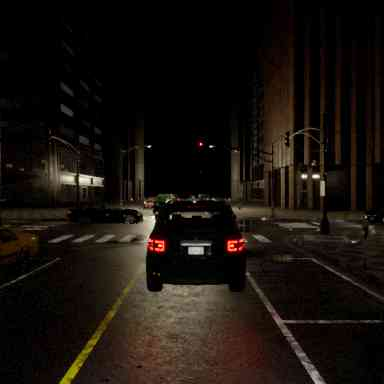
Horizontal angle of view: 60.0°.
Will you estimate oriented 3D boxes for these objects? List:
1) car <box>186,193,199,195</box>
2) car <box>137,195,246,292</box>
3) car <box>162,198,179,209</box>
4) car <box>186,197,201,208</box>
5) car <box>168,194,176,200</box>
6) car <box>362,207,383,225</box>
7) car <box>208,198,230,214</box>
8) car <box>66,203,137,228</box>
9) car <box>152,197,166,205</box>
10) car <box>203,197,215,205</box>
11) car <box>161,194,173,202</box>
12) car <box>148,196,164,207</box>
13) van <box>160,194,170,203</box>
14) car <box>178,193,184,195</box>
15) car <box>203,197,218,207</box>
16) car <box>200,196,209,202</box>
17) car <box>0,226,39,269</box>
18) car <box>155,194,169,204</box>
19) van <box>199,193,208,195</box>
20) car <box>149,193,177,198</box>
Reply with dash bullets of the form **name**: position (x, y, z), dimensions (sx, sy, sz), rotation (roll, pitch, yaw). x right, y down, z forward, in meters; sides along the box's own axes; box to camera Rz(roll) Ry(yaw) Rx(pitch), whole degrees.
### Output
- **car**: position (0.162, 1.536, 71.576), dimensions (2.128, 1.511, 4.902), rotation (0, 0, 0)
- **car**: position (0.098, 1.222, 9.086), dimensions (2.150, 2.045, 5.566), rotation (0, 0, 0)
- **car**: position (-2.935, 1.573, 46.491), dimensions (1.994, 1.385, 4.181), rotation (0, 0, 1)
- **car**: position (0.207, 1.557, 49.315), dimensions (2.033, 1.411, 5.357), rotation (0, 0, 0)
- **car**: position (-5.572, 1.483, 91.671), dimensions (1.967, 1.590, 4.097), rotation (0, 0, 0)
- **car**: position (14.853, 1.568, 23.832), dimensions (4.892, 1.490, 1.837), rotation (0, 0, 0)
- **car**: position (2.838, 1.446, 35.579), dimensions (1.967, 1.590, 4.097), rotation (0, 0, 0)
- **car**: position (-5.755, 1.480, 22.069), dimensions (4.902, 1.511, 2.128), rotation (0, 0, -20)
- **car**: position (-5.641, 1.565, 58.014), dimensions (2.008, 1.369, 4.403), rotation (0, 0, 0)
- **car**: position (2.884, 1.580, 58.014), dimensions (1.947, 1.339, 4.313), rotation (0, 0, 0)
- **car**: position (-5.606, 1.341, 74.843), dimensions (2.192, 1.841, 5.009), rotation (0, 0, 0)
- **car**: position (-5.653, 1.452, 52.405), dimensions (1.967, 1.590, 4.097), rotation (0, 0, 0)
- **van**: position (-5.618, 1.363, 69.232), dimensions (1.690, 1.788, 3.998), rotation (0, 0, 0)
- **car**: position (-2.913, 1.366, 56.369), dimensions (2.097, 1.767, 4.553), rotation (0, 0, 1)
- **car**: position (2.872, 1.562, 52.405), dimensions (2.008, 1.369, 4.403), rotation (0, 0, 0)
- **car**: position (2.930, 1.597, 80.450), dimensions (1.947, 1.339, 4.313), rotation (0, 0, 0)
- **car**: position (-5.743, 1.526, 8.632), dimensions (1.752, 1.417, 4.829), rotation (0, 0, 0)
- **car**: position (-5.629, 1.333, 63.624), dimensions (2.192, 1.841, 5.009), rotation (0, 0, 0)
- **van**: position (2.907, 1.363, 69.232), dimensions (1.690, 1.788, 3.998), rotation (0, 0, 0)
- **car**: position (-2.996, 1.228, 36.619), dimensions (2.150, 2.045, 5.566), rotation (0, 0, 0)
